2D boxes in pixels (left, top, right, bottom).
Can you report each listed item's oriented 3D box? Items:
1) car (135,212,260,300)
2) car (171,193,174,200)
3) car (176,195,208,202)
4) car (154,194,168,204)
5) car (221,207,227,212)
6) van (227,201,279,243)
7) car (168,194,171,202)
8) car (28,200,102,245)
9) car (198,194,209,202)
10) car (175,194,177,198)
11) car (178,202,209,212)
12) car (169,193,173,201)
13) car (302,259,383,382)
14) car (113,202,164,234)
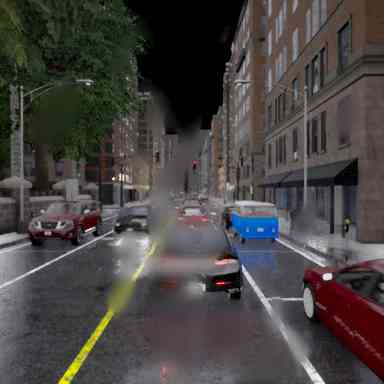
[{"bbox_3d":[0.093,1.489,8.346,2.128,1.511,4.902,0,0,0],"label":"car"},{"bbox_3d":[-5.731,1.487,75.653,1.887,1.381,4.507,0,0,0],"label":"car"},{"bbox_3d":[0.025,1.337,27.565,2.097,1.767,4.553,0,0,2],"label":"car"},{"bbox_3d":[-5.718,1.476,59.131,1.752,1.417,4.829,0,0,0],"label":"car"},{"bbox_3d":[2.838,1.556,21.319,1.947,1.339,4.313,0,0,0],"label":"car"},{"bbox_3d":[2.842,1.335,15.659,1.690,1.788,3.998,0,0,0],"label":"van"},{"bbox_3d":[-5.722,1.498,64.751,2.008,1.369,4.403,0,0,0],"label":"car"},{"bbox_3d":[-5.682,1.309,15.612,2.192,1.841,5.009,0,0,0],"label":"car"},{"bbox_3d":[2.793,1.382,75.696,1.967,1.590,4.097,0,0,0],"label":"car"},{"bbox_3d":[-5.740,1.491,86.554,2.008,1.369,4.403,0,0,0],"label":"car"},{"bbox_3d":[0.088,1.518,18.608,1.812,1.442,4.674,0,0,0],"label":"car"},{"bbox_3d":[-5.727,1.489,70.202,1.887,1.381,4.507,0,0,0],"label":"car"},{"bbox_3d":[2.851,1.544,4.338,1.887,1.381,4.507,0,0,0],"label":"car"},{"bbox_3d":[-3.078,1.539,19.314,2.033,1.411,5.357,0,0,0],"label":"car"}]
